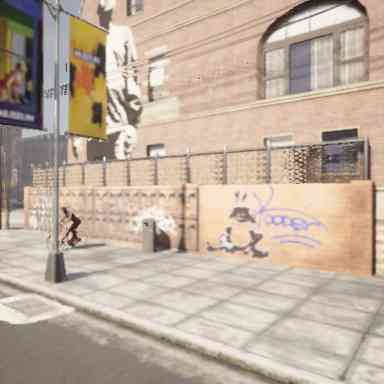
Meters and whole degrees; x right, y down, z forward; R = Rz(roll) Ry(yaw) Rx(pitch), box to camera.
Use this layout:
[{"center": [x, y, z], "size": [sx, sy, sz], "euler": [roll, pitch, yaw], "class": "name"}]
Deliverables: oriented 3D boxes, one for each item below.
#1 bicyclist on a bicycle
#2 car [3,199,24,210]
[{"center": [-4.545, 1.338, 12.185], "size": [0.582, 1.620, 1.656], "euler": [0, -1, 39], "class": "bicyclist on a bicycle"}, {"center": [-23.629, 1.624, 44.277], "size": [1.812, 1.442, 4.674], "euler": [0, 0, 12], "class": "car"}]
